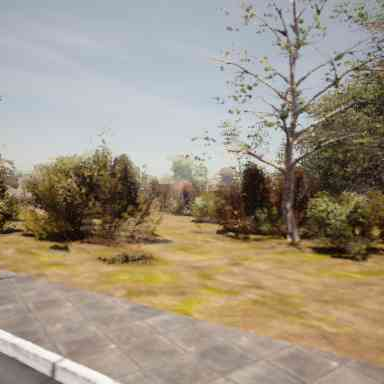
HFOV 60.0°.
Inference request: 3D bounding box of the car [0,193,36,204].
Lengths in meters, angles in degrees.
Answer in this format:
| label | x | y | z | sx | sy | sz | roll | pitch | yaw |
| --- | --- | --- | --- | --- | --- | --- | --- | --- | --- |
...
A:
| label | x | y | z | sx | sy | sz | roll | pitch | yaw |
| --- | --- | --- | --- | --- | --- | --- | --- | --- | --- |
| car | -24.123 | 0.989 | 46.310 | 1.994 | 1.385 | 4.181 | 2 | -2 | 16 |
